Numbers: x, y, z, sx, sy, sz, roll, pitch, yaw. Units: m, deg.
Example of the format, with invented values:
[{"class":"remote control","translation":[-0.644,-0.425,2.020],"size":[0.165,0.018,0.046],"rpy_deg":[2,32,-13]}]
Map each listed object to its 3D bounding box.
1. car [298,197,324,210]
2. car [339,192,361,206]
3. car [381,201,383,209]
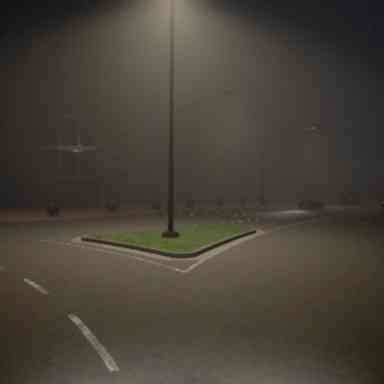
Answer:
[{"class":"car","translation":[14.461,1.364,40.344],"size":[2.128,1.511,4.902],"rpy_deg":[1,0,39]},{"class":"car","translation":[25.812,1.095,54.249],"size":[2.150,2.045,5.566],"rpy_deg":[1,1,40]},{"class":"car","translation":[25.768,1.488,42.871],"size":[2.033,1.411,5.357],"rpy_deg":[1,0,38]}]
